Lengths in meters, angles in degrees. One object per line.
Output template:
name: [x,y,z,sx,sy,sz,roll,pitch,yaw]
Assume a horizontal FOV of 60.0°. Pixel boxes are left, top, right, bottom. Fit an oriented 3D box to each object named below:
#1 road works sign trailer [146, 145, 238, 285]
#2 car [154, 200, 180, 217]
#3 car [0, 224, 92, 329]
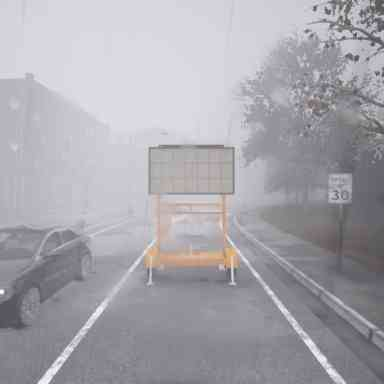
road works sign trailer: [-0.013,0.467,9.471,2.380,3.560,2.880,0,0,0]
car: [-2.318,1.536,32.045,1.812,1.442,4.674,0,0,7]
car: [-3.581,1.493,7.023,2.128,1.511,4.902,0,0,0]
